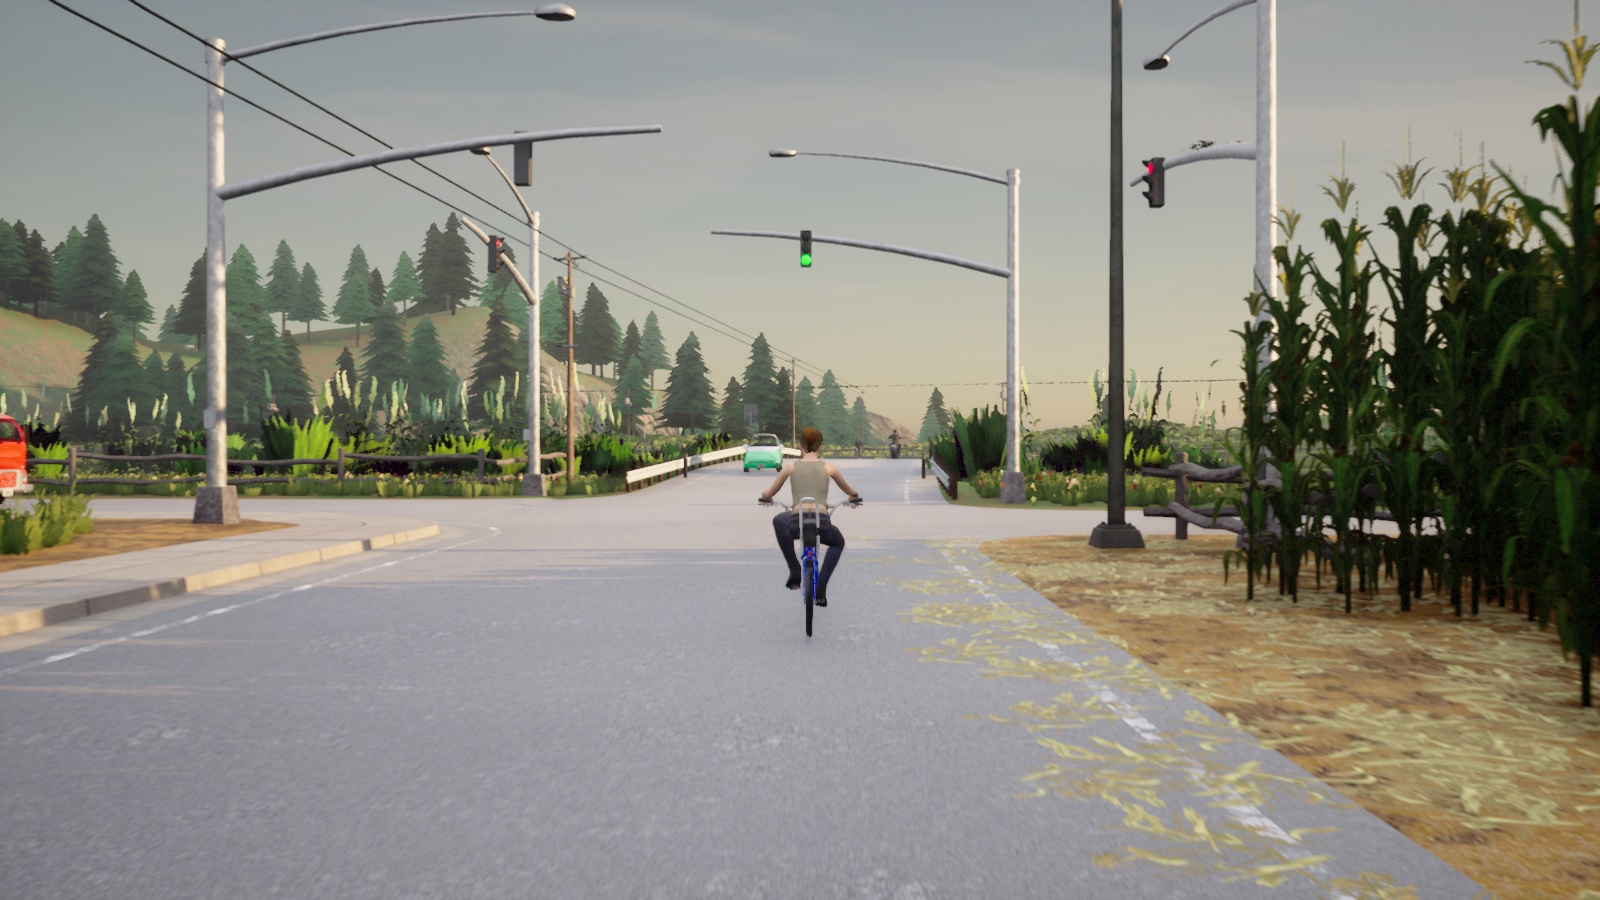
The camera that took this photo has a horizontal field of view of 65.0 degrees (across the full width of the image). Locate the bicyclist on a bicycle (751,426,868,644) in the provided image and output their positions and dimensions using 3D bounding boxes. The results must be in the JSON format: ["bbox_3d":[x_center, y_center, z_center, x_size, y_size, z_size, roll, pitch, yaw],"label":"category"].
[{"bbox_3d":[0.081,0.626,10.065,0.866,1.612,1.509,0,0,1],"label":"bicyclist on a bicycle"}]

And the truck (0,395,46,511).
[{"bbox_3d":[-19.649,0.056,27.112,5.204,2.467,2.627,0,0,3],"label":"truck"}]

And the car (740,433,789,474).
[{"bbox_3d":[-1.274,0.096,45.555,1.481,1.376,2.207,0,3,6],"label":"car"}]
